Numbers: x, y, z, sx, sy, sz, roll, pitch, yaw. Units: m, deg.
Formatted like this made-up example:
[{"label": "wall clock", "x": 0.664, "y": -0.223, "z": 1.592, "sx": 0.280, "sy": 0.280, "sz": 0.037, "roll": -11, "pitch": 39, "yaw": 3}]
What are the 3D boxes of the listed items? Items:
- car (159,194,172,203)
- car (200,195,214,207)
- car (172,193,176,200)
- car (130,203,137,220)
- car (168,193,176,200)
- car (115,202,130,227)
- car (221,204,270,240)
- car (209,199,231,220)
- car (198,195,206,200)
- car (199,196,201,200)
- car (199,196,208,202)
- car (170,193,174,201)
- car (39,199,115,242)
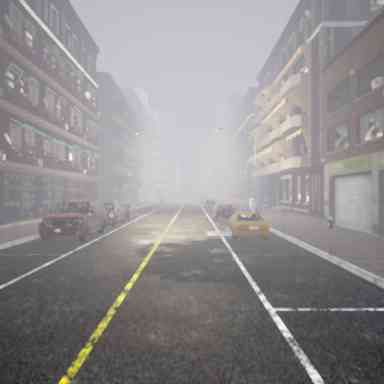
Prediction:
[{"label": "car", "x": -5.696, "y": 1.545, "z": 67.314, "sx": 2.008, "sy": 1.369, "sz": 4.403, "roll": 0, "pitch": 0, "yaw": 0}, {"label": "car", "x": 2.687, "y": 1.548, "z": 50.402, "sx": 2.008, "sy": 1.369, "sz": 4.403, "roll": 0, "pitch": 0, "yaw": 0}, {"label": "car", "x": -5.697, "y": 1.536, "z": 84.223, "sx": 1.887, "sy": 1.381, "sz": 4.507, "roll": 0, "pitch": 0, "yaw": 0}, {"label": "car", "x": -5.692, "y": 1.544, "z": 27.861, "sx": 1.887, "sy": 1.381, "sz": 4.507, "roll": 0, "pitch": 0, "yaw": 0}, {"label": "car", "x": -5.697, "y": 1.309, "z": 95.470, "sx": 2.192, "sy": 1.841, "sz": 5.009, "roll": 0, "pitch": 0, "yaw": 0}, {"label": "car", "x": -5.692, "y": 1.440, "z": 22.224, "sx": 1.967, "sy": 1.590, "sz": 4.097, "roll": 0, "pitch": 0, "yaw": 0}, {"label": "car", "x": 2.689, "y": 1.526, "z": 16.755, "sx": 1.752, "sy": 1.417, "sz": 4.829, "roll": 0, "pitch": 0, "yaw": 0}, {"label": "car", "x": 2.688, "y": 1.544, "z": 27.857, "sx": 1.887, "sy": 1.381, "sz": 4.507, "roll": 0, "pitch": 0, "yaw": 0}, {"label": "car", "x": 2.683, "y": 1.572, "z": 89.856, "sx": 1.802, "sy": 1.307, "sz": 4.206, "roll": 0, "pitch": 0, "yaw": 0}, {"label": "car", "x": 2.685, "y": 1.519, "z": 73.117, "sx": 1.752, "sy": 1.417, "sz": 4.829, "roll": 0, "pitch": 0, "yaw": 0}, {"label": "car", "x": 2.684, "y": 1.558, "z": 78.583, "sx": 1.947, "sy": 1.339, "sz": 4.313, "roll": 0, "pitch": 0, "yaw": 0}, {"label": "car", "x": -5.697, "y": 1.544, "z": 72.951, "sx": 2.008, "sy": 1.369, "sz": 4.403, "roll": 0, "pitch": 0, "yaw": 0}, {"label": "car", "x": -5.690, "y": 1.315, "z": 16.588, "sx": 2.192, "sy": 1.841, "sz": 5.009, "roll": 0, "pitch": 0, "yaw": 0}]
